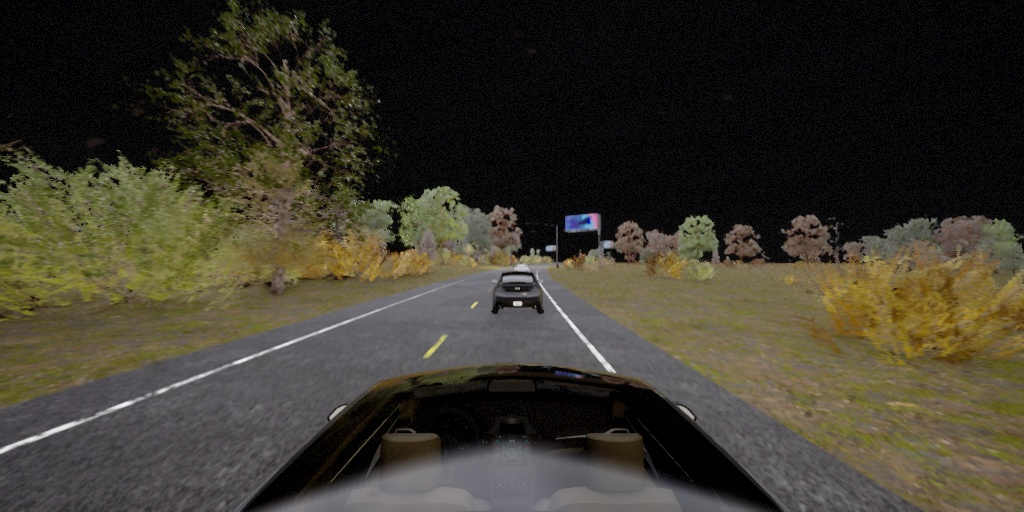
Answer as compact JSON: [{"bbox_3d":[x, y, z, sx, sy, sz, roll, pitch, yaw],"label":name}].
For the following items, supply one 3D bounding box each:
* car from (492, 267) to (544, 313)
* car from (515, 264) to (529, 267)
[{"bbox_3d":[0.233,1.360,14.521,1.837,1.490,4.892,0,0,1],"label":"car"},{"bbox_3d":[1.037,1.576,37.463,1.812,1.442,4.674,0,0,3],"label":"car"}]
